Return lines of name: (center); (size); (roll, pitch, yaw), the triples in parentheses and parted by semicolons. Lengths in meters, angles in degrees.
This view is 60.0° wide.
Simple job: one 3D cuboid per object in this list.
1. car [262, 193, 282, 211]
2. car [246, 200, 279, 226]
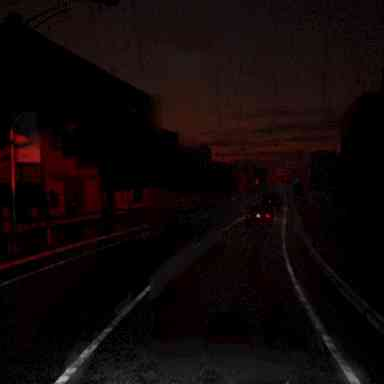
car: (9.703, 1.164, 40.707); (2.150, 2.045, 5.566); (1, 1, 16)
car: (5.053, 1.623, 24.349); (2.033, 1.411, 5.357); (1, 1, 16)
